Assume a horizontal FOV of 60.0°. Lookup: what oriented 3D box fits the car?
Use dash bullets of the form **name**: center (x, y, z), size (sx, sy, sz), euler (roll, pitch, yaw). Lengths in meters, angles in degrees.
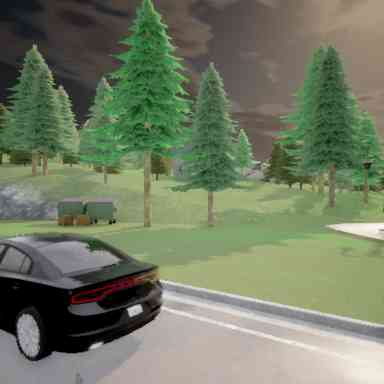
- **car**: center (-2.785, 1.478, 5.982), size (5.008, 1.535, 1.882), euler (0, 0, 36)
